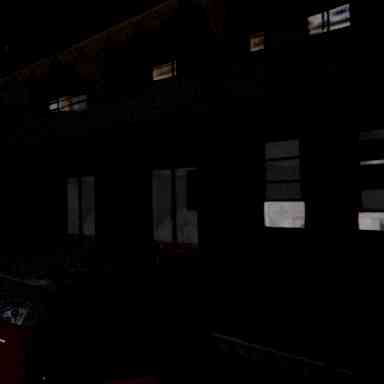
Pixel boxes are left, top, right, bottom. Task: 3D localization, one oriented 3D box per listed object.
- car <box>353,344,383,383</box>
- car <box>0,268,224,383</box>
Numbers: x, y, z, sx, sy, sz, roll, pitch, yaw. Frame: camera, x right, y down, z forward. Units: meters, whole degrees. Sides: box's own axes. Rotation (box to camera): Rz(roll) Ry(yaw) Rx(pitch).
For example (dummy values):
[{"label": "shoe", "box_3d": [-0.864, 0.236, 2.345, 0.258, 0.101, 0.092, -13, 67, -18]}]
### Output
[{"label": "car", "box_3d": [3.003, 1.293, 0.753, 5.009, 1.841, 2.192, -1, -1, 36]}, {"label": "car", "box_3d": [-1.626, 1.620, 4.050, 4.206, 1.307, 1.802, -1, -1, 36]}]
